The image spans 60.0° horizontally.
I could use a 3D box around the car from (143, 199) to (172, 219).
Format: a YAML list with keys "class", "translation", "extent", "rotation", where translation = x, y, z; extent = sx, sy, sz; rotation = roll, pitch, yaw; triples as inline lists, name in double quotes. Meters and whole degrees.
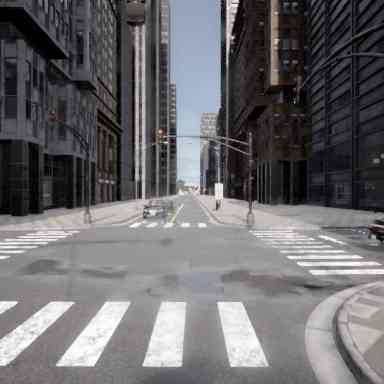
- class: "car"
  translation: [-3.176, 1.500, 29.438]
  extent: [2.128, 1.511, 4.902]
  rotation: [0, 0, 0]

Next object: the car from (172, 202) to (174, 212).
- class: "car"
  translation: [-3.204, 1.578, 39.504]
  extent: [1.994, 1.385, 4.181]
  rotation: [0, 0, -1]

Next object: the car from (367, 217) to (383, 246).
- class: "car"
  translation: [9.222, 1.460, 12.461]
  extent: [4.902, 1.511, 2.128]
  rotation: [0, 0, 0]
